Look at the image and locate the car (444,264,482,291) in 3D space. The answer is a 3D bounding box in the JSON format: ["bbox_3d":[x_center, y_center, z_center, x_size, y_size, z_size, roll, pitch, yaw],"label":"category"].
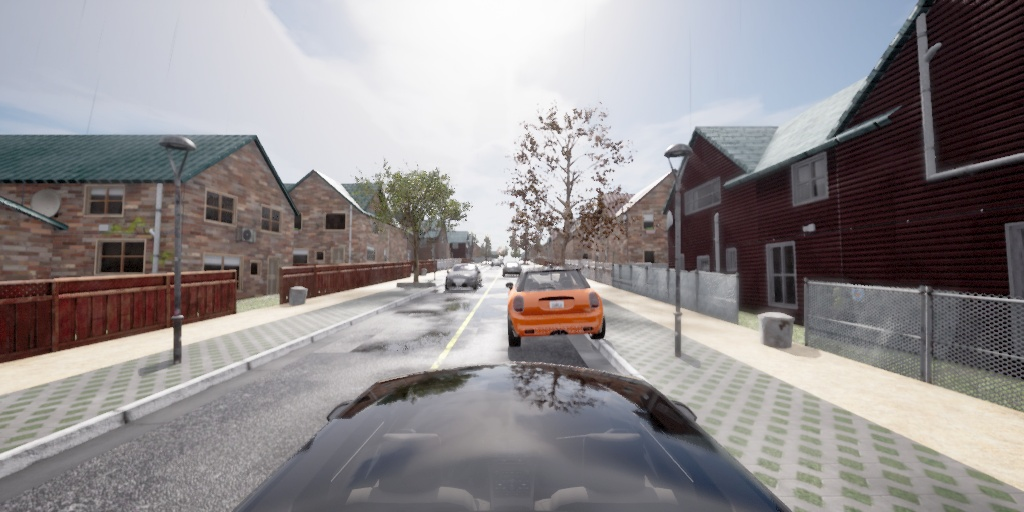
[{"bbox_3d":[-2.871,1.251,21.882,2.128,1.511,4.902,0,0,0],"label":"car"}]

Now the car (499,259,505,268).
[{"bbox_3d":[0.032,1.334,36.992,1.994,1.385,4.181,0,0,0],"label":"car"}]

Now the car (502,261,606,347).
[{"bbox_3d":[0.917,1.055,9.499,2.097,1.767,4.553,-3,-1,0],"label":"car"}]

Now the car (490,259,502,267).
[{"bbox_3d":[-2.875,1.293,64.681,2.128,1.511,4.902,0,0,0],"label":"car"}]
